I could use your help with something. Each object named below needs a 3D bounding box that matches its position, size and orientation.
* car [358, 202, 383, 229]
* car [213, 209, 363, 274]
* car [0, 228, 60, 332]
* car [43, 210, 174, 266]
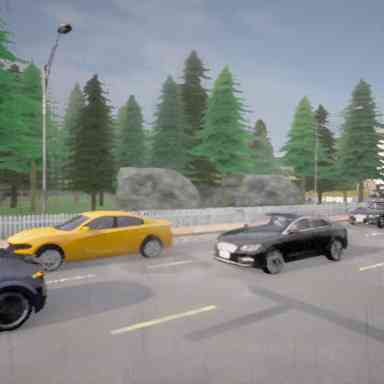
[{"bbox_3d":[11.789,1.358,20.836,4.902,1.511,2.128,0,1,-35],"label":"car"},{"bbox_3d":[2.880,1.403,10.300,4.902,1.511,2.128,0,1,-35],"label":"car"},{"bbox_3d":[-4.503,1.476,5.103,4.181,1.385,1.994,0,1,-35],"label":"car"},{"bbox_3d":[-2.961,1.346,10.468,5.008,1.535,1.882,0,1,-35],"label":"car"}]
